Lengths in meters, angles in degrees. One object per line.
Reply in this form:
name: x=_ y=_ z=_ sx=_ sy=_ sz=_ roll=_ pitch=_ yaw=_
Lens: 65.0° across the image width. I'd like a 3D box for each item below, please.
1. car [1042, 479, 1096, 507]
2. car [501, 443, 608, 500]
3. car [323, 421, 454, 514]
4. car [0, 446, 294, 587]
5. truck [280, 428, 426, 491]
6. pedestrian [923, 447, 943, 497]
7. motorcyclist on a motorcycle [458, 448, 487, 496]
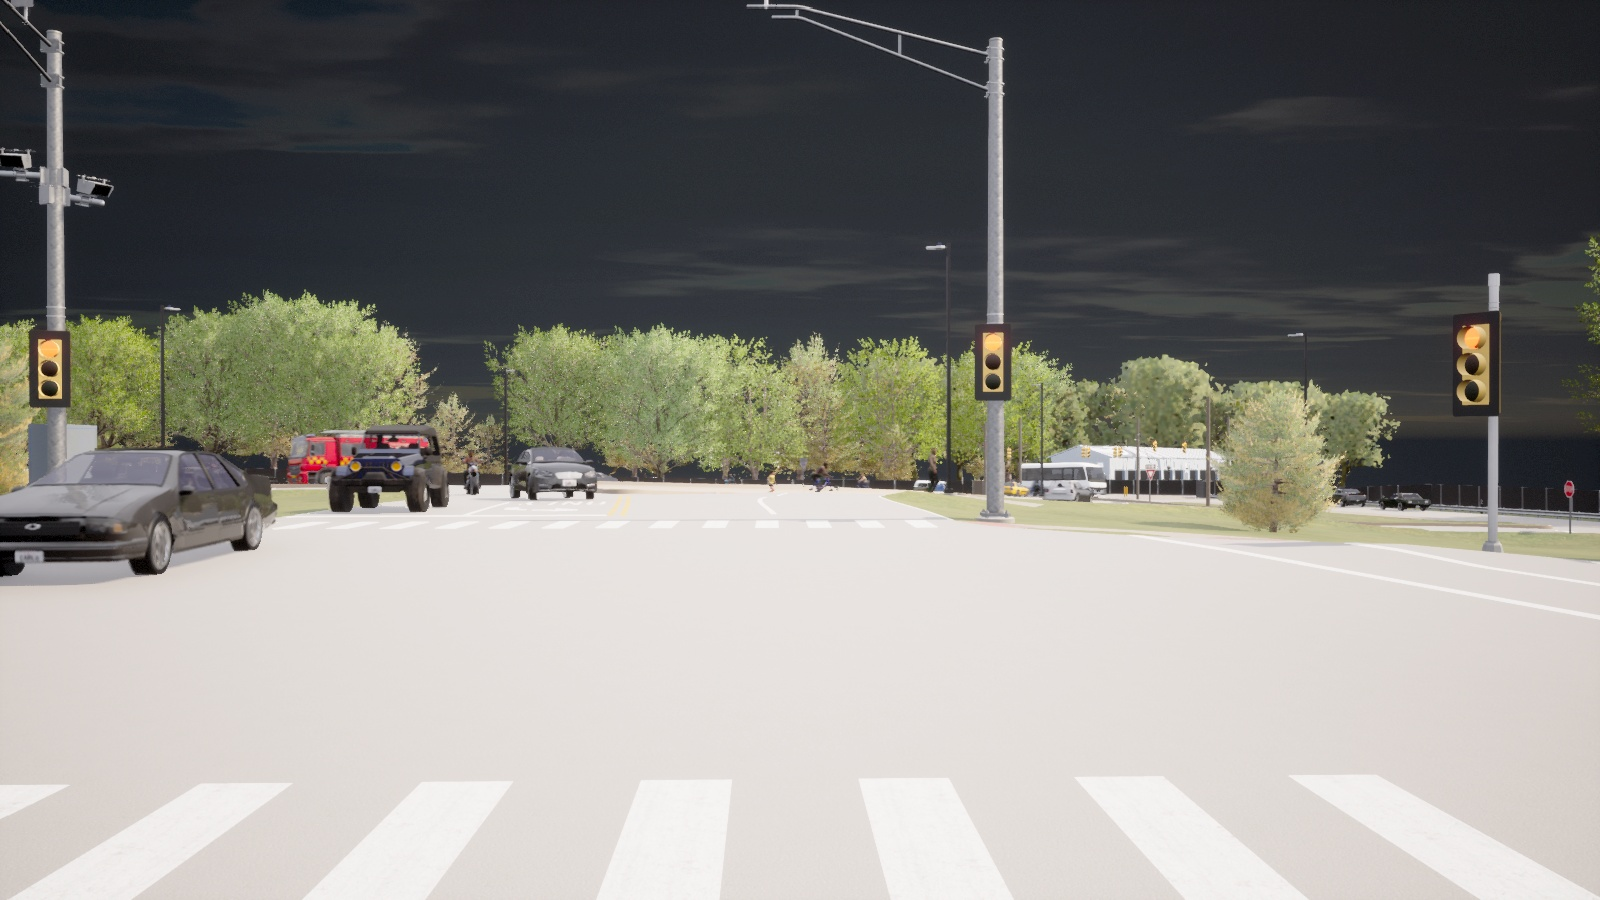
car: x=15.136 y=2.447 z=70.590 sx=1.970 sy=1.475 sz=3.806 roll=0 pitch=-2 yaw=29
car: x=-7.089 y=0.617 z=35.885 sx=2.128 sy=1.511 sz=4.902 roll=0 pitch=-1 yaw=-22
car: x=-8.892 y=0.360 z=27.433 sx=1.905 sy=1.878 sz=3.866 roll=0 pitch=0 yaw=-5
car: x=-8.136 y=0.668 z=15.474 sx=2.033 sy=1.411 sz=5.357 roll=0 pitch=1 yaw=-5
truck: x=-29.018 y=0.646 z=81.846 sx=8.468 sy=3.827 sz=2.891 roll=1 pitch=-3 yaw=-41
pedestrian: x=4.926 y=0.800 z=46.445 sx=0.634 sy=1.846 sz=0.331 roll=0 pitch=1 yaw=27
motorcyclist on a motorcycle: x=-11.592 y=0.782 z=44.430 sx=0.766 sy=1.649 sz=2.350 roll=0 pitch=-1 yaw=-20
